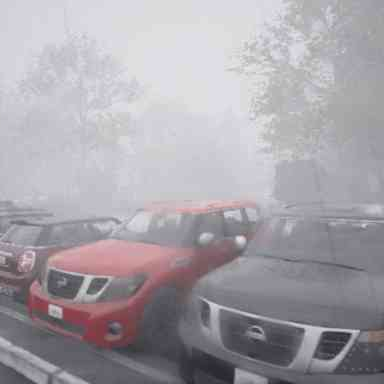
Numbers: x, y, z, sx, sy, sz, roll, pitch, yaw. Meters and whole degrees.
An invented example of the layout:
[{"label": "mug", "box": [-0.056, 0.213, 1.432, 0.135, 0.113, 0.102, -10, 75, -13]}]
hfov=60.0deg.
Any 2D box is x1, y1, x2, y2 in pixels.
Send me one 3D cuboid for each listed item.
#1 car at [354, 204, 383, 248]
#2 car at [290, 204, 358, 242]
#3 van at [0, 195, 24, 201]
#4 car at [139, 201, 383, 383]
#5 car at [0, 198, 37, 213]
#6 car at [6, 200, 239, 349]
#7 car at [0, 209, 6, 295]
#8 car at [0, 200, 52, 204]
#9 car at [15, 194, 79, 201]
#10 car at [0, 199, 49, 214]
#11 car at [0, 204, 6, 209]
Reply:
[{"label": "car", "box": [9.251, 1.475, 15.774, 1.946, 1.575, 5.366, 0, 0, 35]}, {"label": "car", "box": [7.099, 1.477, 17.539, 2.231, 1.521, 4.892, 0, 0, 35]}, {"label": "van", "box": [-9.387, 1.239, 13.062, 1.878, 1.987, 4.442, 0, 0, 35]}, {"label": "car", "box": [2.087, 1.226, 5.012, 2.435, 2.045, 5.566, 0, 0, 35]}, {"label": "car", "box": [-20.171, 1.452, 36.916, 2.097, 1.535, 5.008, 0, 0, 35]}, {"label": "car", "box": [-0.198, 1.224, 6.636, 2.435, 2.045, 5.566, 0, 0, 35]}, {"label": "car", "box": [-2.484, 1.347, 8.258, 2.185, 1.767, 4.553, 0, 0, 35]}, {"label": "car", "box": [-7.017, 1.342, 11.558, 2.185, 1.767, 4.553, 0, 0, 35]}, {"label": "car", "box": [-13.477, 1.202, 32.128, 2.435, 2.045, 5.566, 0, 0, 35]}, {"label": "car", "box": [-18.001, 1.491, 35.376, 2.002, 1.452, 4.674, 0, 0, 35]}, {"label": "car", "box": [-4.769, 1.344, 9.883, 2.185, 1.767, 4.553, 0, 0, 35]}]
